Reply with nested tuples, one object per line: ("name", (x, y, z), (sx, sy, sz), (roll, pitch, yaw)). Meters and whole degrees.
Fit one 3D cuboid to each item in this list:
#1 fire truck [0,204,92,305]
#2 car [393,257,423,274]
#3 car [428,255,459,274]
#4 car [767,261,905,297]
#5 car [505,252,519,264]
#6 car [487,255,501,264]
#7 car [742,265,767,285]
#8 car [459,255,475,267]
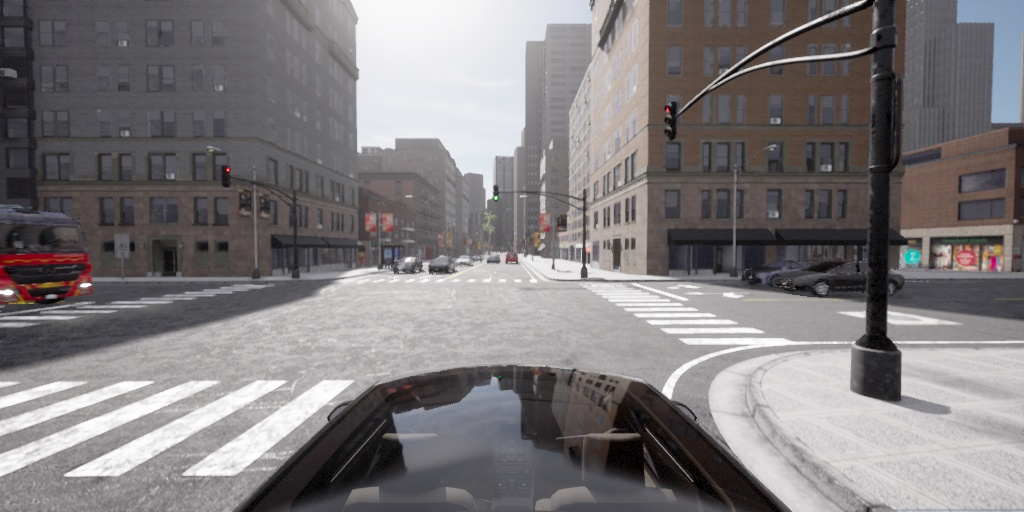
("fire truck", (-20.751, 0.027, 12.799), (8.468, 3.827, 2.891), (0, 1, 0))
("car", (-9.858, 0.862, 34.269), (2.128, 1.511, 4.902), (0, 1, 0))
("car", (-6.610, 0.851, 34.040), (1.882, 1.535, 5.008), (0, 1, 0))
("car", (14.819, 0.989, 16.323), (4.892, 1.490, 1.837), (0, 1, 0))
("car", (-0.031, 0.286, 60.982), (2.150, 2.045, 5.566), (0, 1, 0))
("car", (-3.281, 0.624, 61.337), (1.994, 1.385, 4.181), (0, 1, 0))
("car", (15.021, 0.968, 19.574), (4.181, 1.385, 1.994), (0, 1, 0))
("car", (-6.600, 0.718, 49.674), (1.812, 1.442, 4.674), (0, 1, 0))
